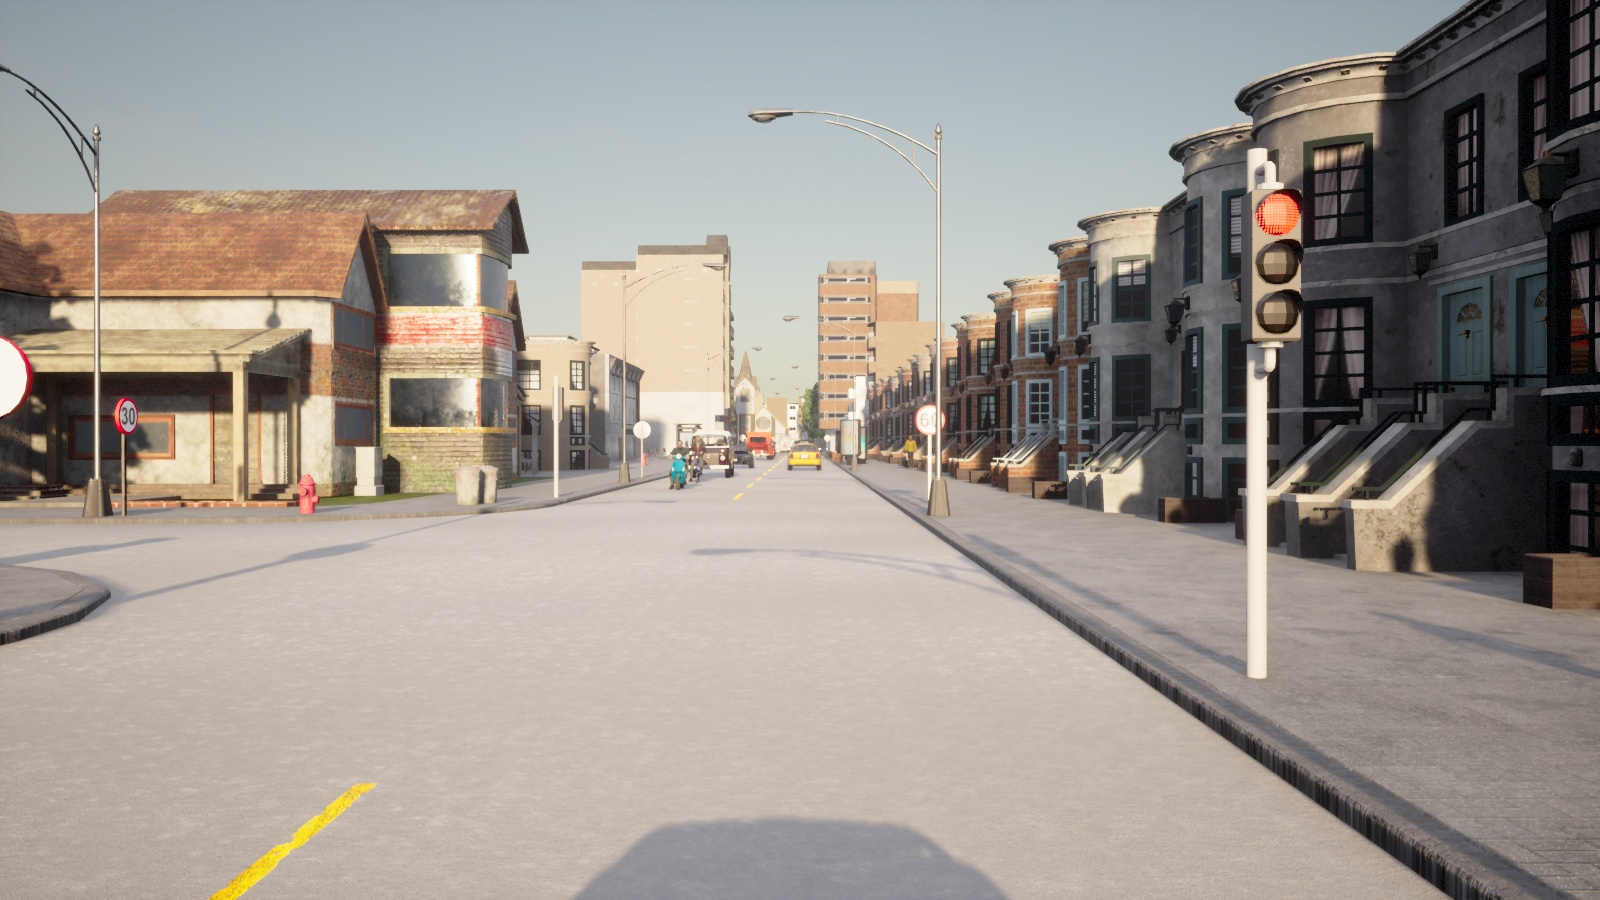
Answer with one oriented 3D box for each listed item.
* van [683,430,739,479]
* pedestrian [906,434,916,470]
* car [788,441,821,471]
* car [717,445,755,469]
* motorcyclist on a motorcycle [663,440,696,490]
[{"bbox_3d":[-3.807,0.159,54.388,2.069,2.038,4.480,0,0,0],"label":"van"},{"bbox_3d":[5.771,0.092,65.270,0.431,1.840,0.709,0,0,9],"label":"pedestrian"},{"bbox_3d":[0.249,0.294,69.317,1.801,1.575,5.366,0,0,0],"label":"car"},{"bbox_3d":[-3.734,0.389,74.182,1.994,1.385,4.181,0,0,0],"label":"car"},{"bbox_3d":[-3.856,0.469,40.343,0.866,1.590,1.817,0,0,0],"label":"motorcyclist on a motorcycle"}]
